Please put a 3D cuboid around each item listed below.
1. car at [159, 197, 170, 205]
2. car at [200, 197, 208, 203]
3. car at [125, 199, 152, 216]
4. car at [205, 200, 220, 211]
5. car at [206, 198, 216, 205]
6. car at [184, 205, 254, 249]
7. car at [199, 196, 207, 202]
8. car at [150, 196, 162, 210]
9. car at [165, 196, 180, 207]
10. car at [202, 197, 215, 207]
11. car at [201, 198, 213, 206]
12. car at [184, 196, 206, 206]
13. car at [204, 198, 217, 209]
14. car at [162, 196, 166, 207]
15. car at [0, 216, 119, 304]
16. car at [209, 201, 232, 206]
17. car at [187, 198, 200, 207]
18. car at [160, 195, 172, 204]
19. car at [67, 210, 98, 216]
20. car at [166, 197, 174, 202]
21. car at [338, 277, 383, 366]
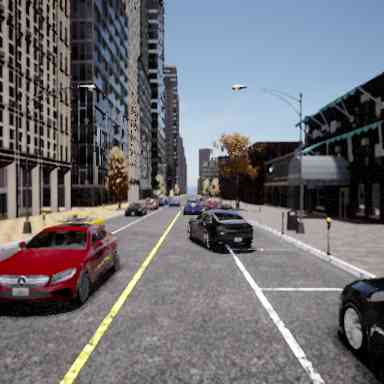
[{"bbox_3d":[-5.574,1.833,67.665,2.008,1.369,4.403,-1,0,0],"label":"car"},{"bbox_3d":[2.808,1.897,78.884,1.947,1.339,4.313,-1,0,0],"label":"car"},{"bbox_3d":[-5.612,1.705,33.800,1.947,1.339,4.313,-1,0,0],"label":"car"},{"bbox_3d":[2.753,1.768,45.020,1.802,1.307,4.206,-1,0,0],"label":"car"},{"bbox_3d":[2.744,1.708,39.376,1.887,1.381,4.507,-1,0,0],"label":"car"},{"bbox_3d":[1.137,1.567,15.006,1.837,1.490,4.892,-1,0,-15],"label":"car"},{"bbox_3d":[2.816,1.796,84.528,1.967,1.590,4.097,-1,0,0],"label":"car"},{"bbox_3d":[-5.595,1.626,45.089,1.967,1.590,4.097,-1,0,0],"label":"car"},{"bbox_3d":[-2.930,1.780,56.100,2.033,1.411,5.357,0,0,1],"label":"car"},{"bbox_3d":[2.770,1.674,56.308,1.967,1.590,4.097,-1,0,0],"label":"car"},{"bbox_3d":[2.781,1.824,61.952,1.947,1.339,4.313,-1,0,0],"label":"car"},{"bbox_3d":[0.154,1.503,36.919,2.097,1.767,4.553,0,0,0],"label":"car"},{"bbox_3d":[2.762,1.736,50.834,1.752,1.417,4.829,-1,0,0],"label":"car"},{"bbox_3d":[-5.575,1.800,56.377,1.947,1.339,4.313,-1,0,0],"label":"car"},{"bbox_3d":[-3.087,1.560,8.345,1.812,1.442,4.674,0,0,0],"label":"car"},{"bbox_3d":[2.726,1.682,28.088,1.947,1.339,4.313,-1,0,0],"label":"car"},{"bbox_3d":[0.190,1.723,56.200,2.128,1.511,4.902,0,0,0],"label":"car"},{"bbox_3d":[-5.593,1.622,73.310,2.192,1.841,5.009,-1,0,0],"label":"car"},{"bbox_3d":[-5.641,1.594,16.699,1.752,1.417,4.829,-1,0,0],"label":"car"},{"bbox_3d":[-5.562,1.922,84.597,1.947,1.339,4.313,-1,0,0],"label":"car"},{"bbox_3d":[3.152,1.517,3.199,1.837,1.490,4.892,0,0,0],"label":"car"}]
